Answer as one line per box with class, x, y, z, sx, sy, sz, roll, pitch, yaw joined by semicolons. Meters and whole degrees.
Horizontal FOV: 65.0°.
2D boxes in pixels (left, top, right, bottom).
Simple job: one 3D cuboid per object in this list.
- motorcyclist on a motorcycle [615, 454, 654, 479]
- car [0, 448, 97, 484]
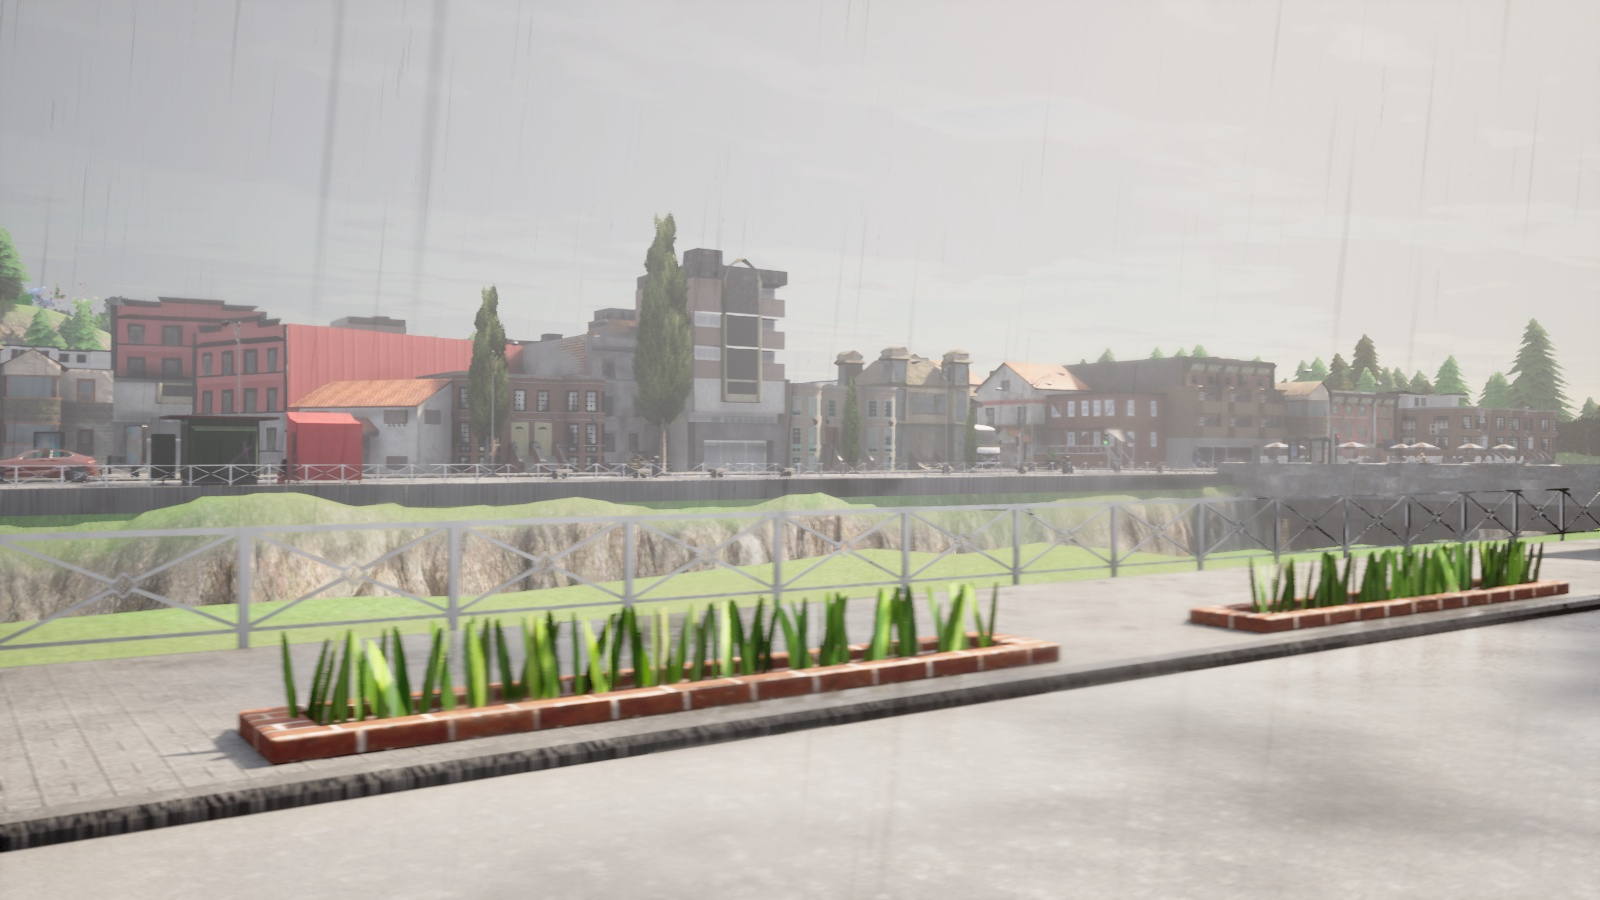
motorcyclist on a motorcycle;-10.176;0.991;77.245;2.191;1.530;0.866;0;0;-35
car;-36.105;0.745;59.187;5.027;1.651;2.152;0;0;-35
